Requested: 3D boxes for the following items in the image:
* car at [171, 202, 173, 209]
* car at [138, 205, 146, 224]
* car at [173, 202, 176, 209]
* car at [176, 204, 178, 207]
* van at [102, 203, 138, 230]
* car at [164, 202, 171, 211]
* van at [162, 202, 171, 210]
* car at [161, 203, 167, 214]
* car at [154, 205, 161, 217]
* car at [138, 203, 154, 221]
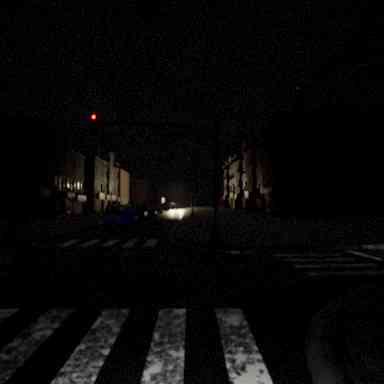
[{"bbox_3d":[-5.730,3.157,70.220,1.967,1.590,4.097,1,-2,0],"label":"car"},{"bbox_3d":[-5.494,2.105,28.216,2.008,1.369,4.403,2,-1,0],"label":"car"},{"bbox_3d":[-5.822,3.765,86.080,2.008,1.369,4.403,1,-2,0],"label":"car"},{"bbox_3d":[-5.848,3.701,91.373,2.192,1.841,5.009,1,-2,0],"label":"car"},{"bbox_3d":[-5.470,1.812,24.902,1.690,1.788,3.998,2,-1,0],"label":"van"},{"bbox_3d":[-5.702,3.102,64.929,1.887,1.381,4.507,1,-2,0],"label":"car"},{"bbox_3d":[-5.758,3.220,75.510,1.690,1.788,3.998,1,-2,0],"label":"van"},{"bbox_3d":[-5.643,2.833,54.352,1.802,1.307,4.206,2,-2,0],"label":"car"},{"bbox_3d":[-5.582,2.503,43.775,1.887,1.381,4.507,2,-2,0],"label":"car"},{"bbox_3d":[-5.515,1.996,33.205,2.192,1.841,5.009,2,-1,0],"label":"car"}]
